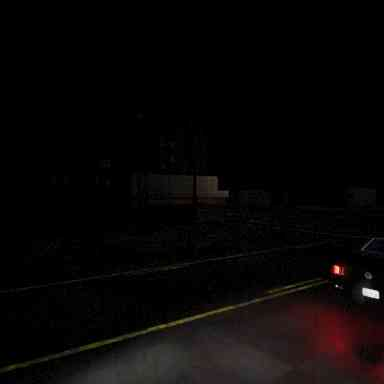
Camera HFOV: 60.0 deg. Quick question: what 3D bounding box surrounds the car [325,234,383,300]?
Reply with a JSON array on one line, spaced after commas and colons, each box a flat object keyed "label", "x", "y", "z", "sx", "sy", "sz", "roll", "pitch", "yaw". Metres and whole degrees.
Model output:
[{"label": "car", "x": 5.127, "y": 1.601, "z": 7.509, "sx": 4.718, "sy": 1.301, "sz": 1.895, "roll": 0, "pitch": 0, "yaw": -36}]
